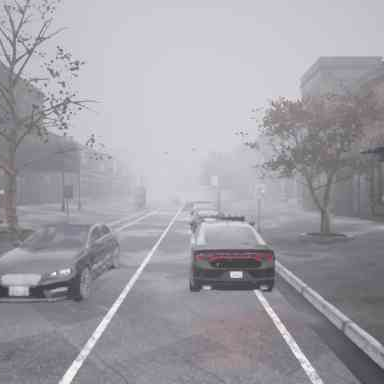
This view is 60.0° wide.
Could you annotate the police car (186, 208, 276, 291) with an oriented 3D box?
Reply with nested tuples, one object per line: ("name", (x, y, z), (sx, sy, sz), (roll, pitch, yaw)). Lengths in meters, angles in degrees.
("police car", (0.882, 1.460, 9.232), (1.930, 1.638, 5.238), (0, 0, 0))

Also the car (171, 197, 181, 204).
("car", (-3.133, 1.718, 67.706), (2.033, 1.411, 5.357), (0, 0, 0))

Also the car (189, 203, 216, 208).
("car", (0.862, 1.605, 19.122), (1.812, 1.442, 4.674), (0, 0, 0))

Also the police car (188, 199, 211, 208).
("police car", (0.850, 1.531, 25.232), (1.930, 1.638, 5.238), (0, 0, 0))

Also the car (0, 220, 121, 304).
("car", (-3.116, 1.523, 8.431), (2.128, 1.511, 4.902), (0, 0, 0))

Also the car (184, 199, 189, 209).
("car", (-0.071, 1.720, 47.751), (1.812, 1.442, 4.674), (0, 0, 0))
